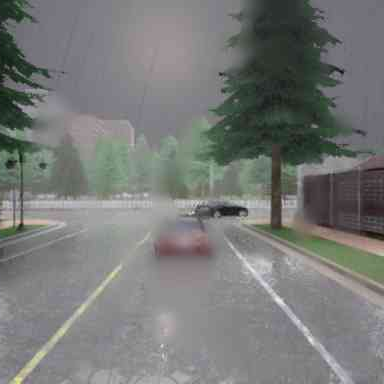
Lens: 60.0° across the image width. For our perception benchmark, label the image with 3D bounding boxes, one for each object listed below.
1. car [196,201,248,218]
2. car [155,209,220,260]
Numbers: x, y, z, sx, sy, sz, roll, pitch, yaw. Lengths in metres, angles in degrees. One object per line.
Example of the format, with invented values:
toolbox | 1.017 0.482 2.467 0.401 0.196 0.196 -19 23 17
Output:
car | 2.528 1.462 27.404 4.902 1.511 2.128 0 -1 -38
car | -0.310 1.532 12.330 1.994 1.385 4.181 0 0 -3
